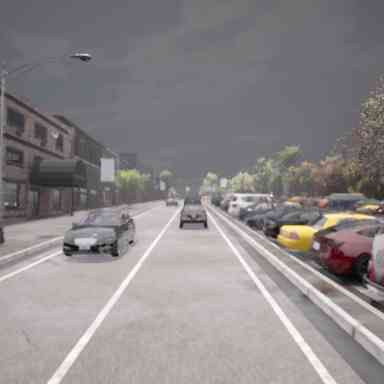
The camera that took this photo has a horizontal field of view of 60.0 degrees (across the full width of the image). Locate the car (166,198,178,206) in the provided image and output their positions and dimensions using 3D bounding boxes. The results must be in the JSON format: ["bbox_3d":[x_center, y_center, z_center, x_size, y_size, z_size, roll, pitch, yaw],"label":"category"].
[{"bbox_3d":[-3.319,1.636,55.034,1.895,1.301,4.718,0,-1,0],"label":"car"}]

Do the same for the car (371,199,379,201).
[{"bbox_3d":[18.675,1.438,28.645,5.008,1.535,2.097,0,0,0],"label":"car"}]

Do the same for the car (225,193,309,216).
[{"bbox_3d":[5.634,1.184,25.707,5.566,2.045,2.435,0,0,0],"label":"car"}]

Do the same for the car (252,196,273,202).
[{"bbox_3d":[18.696,1.838,88.125,5.008,1.535,2.097,0,-1,0],"label":"car"}]

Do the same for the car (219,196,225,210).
[{"bbox_3d":[5.588,1.442,34.116,4.892,1.521,2.231,0,0,0],"label":"car"}]

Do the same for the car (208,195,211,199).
[{"bbox_3d":[5.617,1.230,50.936,5.566,2.045,2.435,0,0,0],"label":"car"}]

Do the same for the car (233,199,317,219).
[{"bbox_3d":[5.605,1.434,22.899,4.892,1.521,2.231,0,0,0],"label":"car"}]

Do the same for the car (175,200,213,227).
[{"bbox_3d":[0.095,1.514,22.638,2.033,1.411,5.357,0,0,0],"label":"car"}]

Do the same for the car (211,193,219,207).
[{"bbox_3d":[5.616,1.199,42.526,5.566,2.045,2.435,0,0,0],"label":"car"}]

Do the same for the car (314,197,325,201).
[{"bbox_3d":[18.637,1.325,42.569,4.553,1.767,2.185,0,0,0],"label":"car"}]

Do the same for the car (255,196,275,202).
[{"bbox_3d":[18.686,1.846,84.976,4.674,1.452,2.002,0,-1,0],"label":"car"}]

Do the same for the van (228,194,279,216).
[{"bbox_3d":[5.714,1.213,31.314,4.442,1.987,1.878,0,0,0],"label":"van"}]

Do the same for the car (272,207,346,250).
[{"bbox_3d":[5.812,1.441,11.694,5.366,1.575,1.946,0,0,0],"label":"car"}]

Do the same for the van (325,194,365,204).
[{"bbox_3d":[18.785,1.220,39.789,4.442,1.987,1.878,0,0,0],"label":"van"}]

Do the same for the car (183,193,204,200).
[{"bbox_3d":[0.076,1.205,43.358,2.150,2.045,5.566,0,0,0],"label":"car"}]

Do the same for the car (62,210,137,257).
[{"bbox_3d":[-3.352,1.464,12.839,2.128,1.511,4.902,0,0,0],"label":"car"}]

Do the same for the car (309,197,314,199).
[{"bbox_3d":[18.670,1.508,48.137,4.674,1.452,2.002,0,0,0],"label":"car"}]

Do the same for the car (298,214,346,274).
[{"bbox_3d":[5.660,1.480,8.890,4.792,1.488,2.163,0,0,0],"label":"car"}]

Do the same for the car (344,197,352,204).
[{"bbox_3d":[18.671,1.482,34.217,4.674,1.452,2.002,0,0,0],"label":"car"}]

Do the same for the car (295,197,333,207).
[{"bbox_3d":[18.673,1.480,50.924,5.008,1.535,2.097,0,0,0],"label":"car"}]

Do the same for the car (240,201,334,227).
[{"bbox_3d":[5.585,1.463,20.101,4.792,1.488,2.163,0,0,0],"label":"car"}]

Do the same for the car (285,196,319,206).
[{"bbox_3d":[18.666,1.518,56.493,5.008,1.535,2.097,0,-1,0],"label":"car"}]

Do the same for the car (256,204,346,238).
[{"bbox_3d":[5.617,1.438,14.494,5.008,1.535,2.097,0,0,0],"label":"car"}]

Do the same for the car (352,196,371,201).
[{"bbox_3d":[18.492,1.437,31.431,5.366,1.575,1.946,0,0,0],"label":"car"}]

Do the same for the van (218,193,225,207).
[{"bbox_3d":[5.475,1.217,36.921,4.442,1.987,1.878,0,0,0],"label":"van"}]

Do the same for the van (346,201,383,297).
[{"bbox_3d":[5.518,1.232,6.086,4.442,1.987,1.878,0,0,0],"label":"van"}]

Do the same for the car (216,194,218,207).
[{"bbox_3d":[5.558,1.319,39.725,4.553,1.767,2.185,0,0,0],"label":"car"}]
